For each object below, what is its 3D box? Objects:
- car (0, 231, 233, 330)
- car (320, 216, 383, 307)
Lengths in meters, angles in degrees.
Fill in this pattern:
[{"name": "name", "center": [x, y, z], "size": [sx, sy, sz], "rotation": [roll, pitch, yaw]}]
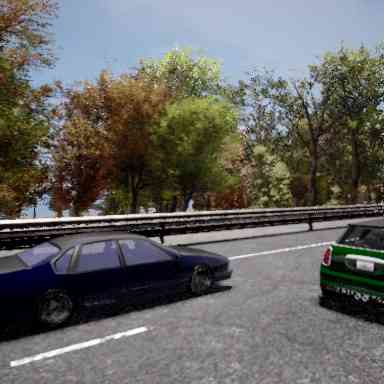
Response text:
[{"name": "car", "center": [-1.656, 1.547, 6.896], "size": [5.357, 1.411, 2.033], "rotation": [0, 0, -36]}, {"name": "car", "center": [4.844, 1.350, 7.236], "size": [4.553, 1.767, 2.097], "rotation": [0, 0, -36]}]
